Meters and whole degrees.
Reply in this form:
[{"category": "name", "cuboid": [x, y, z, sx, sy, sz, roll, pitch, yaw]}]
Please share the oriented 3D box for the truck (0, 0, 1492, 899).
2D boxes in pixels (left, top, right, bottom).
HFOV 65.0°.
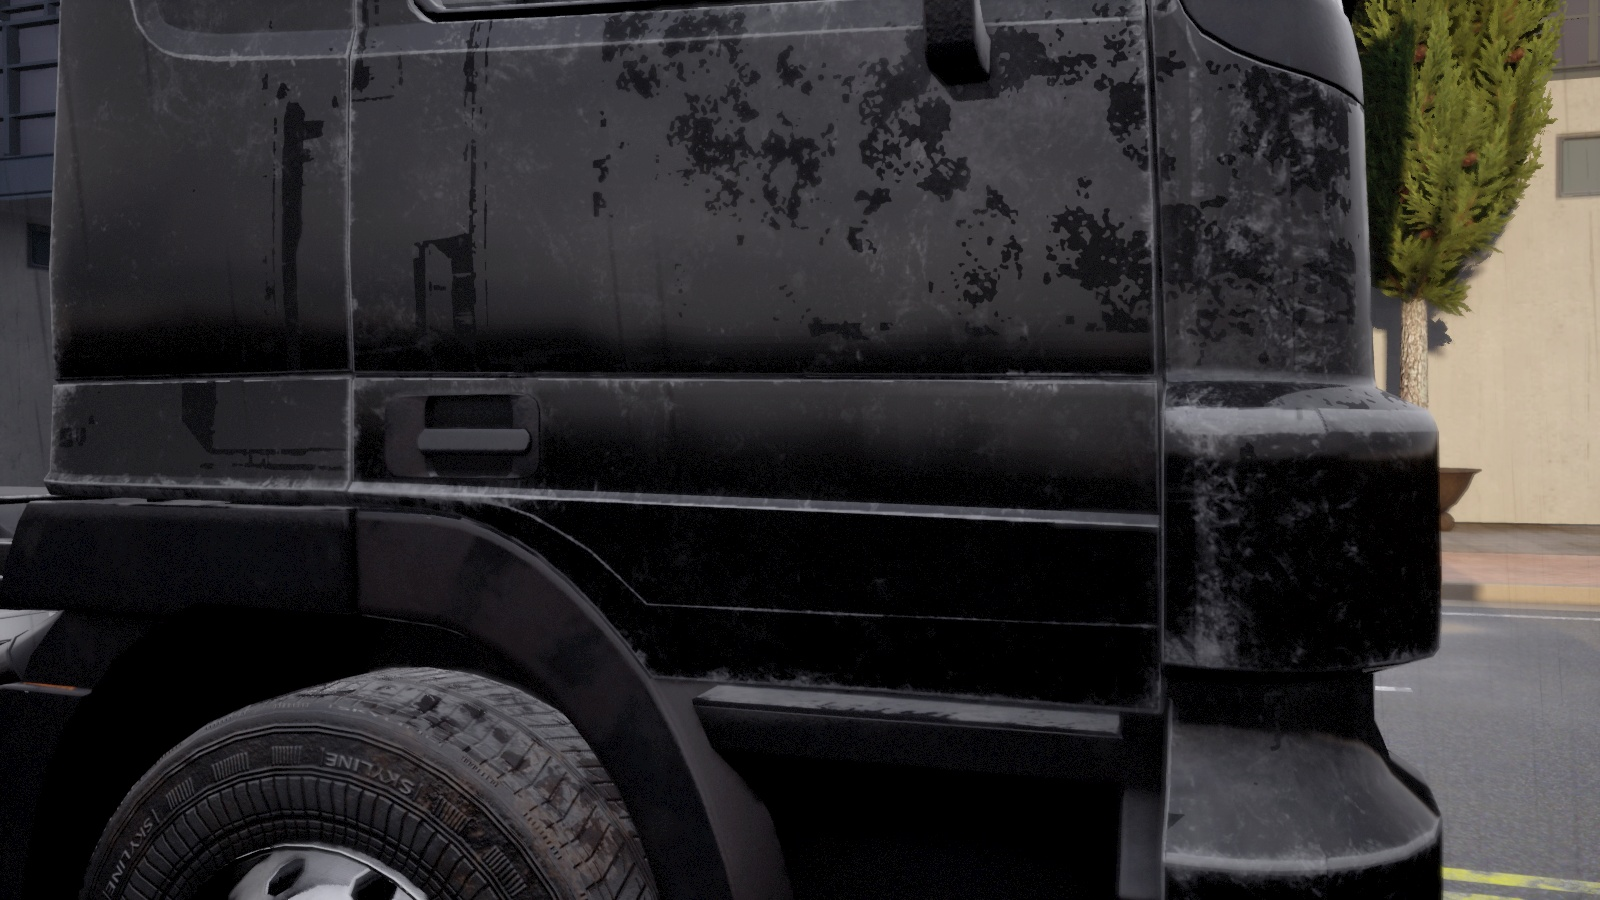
[{"category": "truck", "cuboid": [-2.510, -0.230, 4.057, 7.936, 3.462, 2.891, 1, 1, 19]}]
